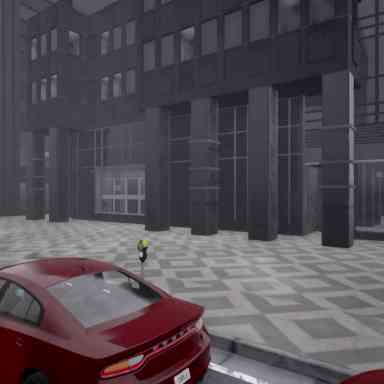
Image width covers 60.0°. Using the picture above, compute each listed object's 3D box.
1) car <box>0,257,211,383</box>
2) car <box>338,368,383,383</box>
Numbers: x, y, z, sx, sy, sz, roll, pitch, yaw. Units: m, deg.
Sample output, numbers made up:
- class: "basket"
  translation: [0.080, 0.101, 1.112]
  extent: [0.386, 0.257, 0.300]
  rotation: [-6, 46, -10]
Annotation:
- class: "car"
  translation: [-1.905, 1.545, 4.311]
  extent: [4.507, 1.381, 1.887]
  rotation: [0, 0, 35]
- class: "car"
  translation: [2.691, 1.545, 1.048]
  extent: [4.507, 1.381, 1.887]
  rotation: [0, 0, 35]
